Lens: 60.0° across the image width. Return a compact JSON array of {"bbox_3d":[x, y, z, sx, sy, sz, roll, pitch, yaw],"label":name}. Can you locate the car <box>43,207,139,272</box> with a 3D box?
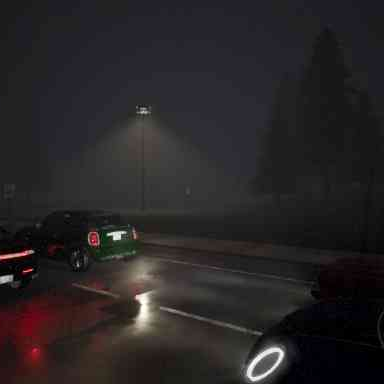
[{"bbox_3d":[-3.925,1.352,10.992,4.553,1.767,2.097,0,0,36],"label":"car"}]

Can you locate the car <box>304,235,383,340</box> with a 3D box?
[{"bbox_3d":[4.413,1.601,5.141,4.718,1.301,1.895,0,0,36],"label":"car"}]

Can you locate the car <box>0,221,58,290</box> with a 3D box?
[{"bbox_3d":[-5.611,1.491,7.893,4.902,1.511,2.128,0,0,36],"label":"car"}]

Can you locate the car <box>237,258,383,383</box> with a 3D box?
[{"bbox_3d":[2.551,1.352,2.170,4.553,1.767,2.097,0,0,36],"label":"car"}]
